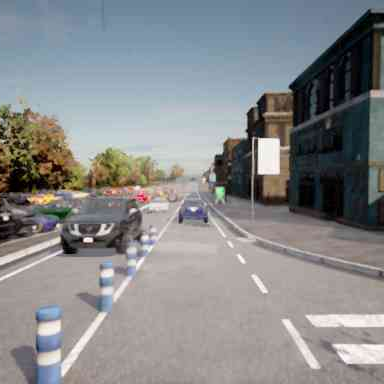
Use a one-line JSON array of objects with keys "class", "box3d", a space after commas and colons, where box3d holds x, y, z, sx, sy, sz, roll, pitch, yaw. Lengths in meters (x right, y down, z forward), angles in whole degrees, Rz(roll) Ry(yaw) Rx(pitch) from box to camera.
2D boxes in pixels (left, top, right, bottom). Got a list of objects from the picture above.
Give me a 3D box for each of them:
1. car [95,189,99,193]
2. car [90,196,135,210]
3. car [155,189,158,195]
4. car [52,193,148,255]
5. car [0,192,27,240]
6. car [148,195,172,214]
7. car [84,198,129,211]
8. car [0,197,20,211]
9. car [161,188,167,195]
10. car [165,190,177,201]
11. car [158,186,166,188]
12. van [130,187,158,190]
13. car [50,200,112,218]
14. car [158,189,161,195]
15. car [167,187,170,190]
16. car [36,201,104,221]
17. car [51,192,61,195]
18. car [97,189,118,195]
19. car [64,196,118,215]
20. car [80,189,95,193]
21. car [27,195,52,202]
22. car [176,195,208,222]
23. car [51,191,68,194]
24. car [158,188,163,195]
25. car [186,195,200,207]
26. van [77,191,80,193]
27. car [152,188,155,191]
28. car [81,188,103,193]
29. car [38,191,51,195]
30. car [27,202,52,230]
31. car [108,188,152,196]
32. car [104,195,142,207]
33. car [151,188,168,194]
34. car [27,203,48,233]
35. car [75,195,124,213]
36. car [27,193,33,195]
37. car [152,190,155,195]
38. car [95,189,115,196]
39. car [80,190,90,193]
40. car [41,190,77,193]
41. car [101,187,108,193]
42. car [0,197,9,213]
[{"class": "car", "box3d": [-22.529, 0.599, 68.898, 4.892, 1.521, 2.231, 0, 2, 1]}, {"class": "car", "box3d": [-9.696, 1.315, 40.972, 5.008, 1.535, 2.097, 0, 1, 0]}, {"class": "car", "box3d": [-9.501, 0.755, 63.242, 4.892, 1.521, 2.231, 0, 2, 1]}, {"class": "car", "box3d": [-3.350, 1.187, 13.486, 2.150, 2.045, 5.566, 0, 0, 0]}, {"class": "car", "box3d": [-9.989, 1.130, 13.107, 5.566, 2.045, 2.435, 0, -1, 1]}, {"class": "car", "box3d": [-3.341, 1.387, 34.389, 1.812, 1.442, 4.674, 0, 1, 0]}, {"class": "car", "box3d": [-9.730, 1.401, 38.184, 4.674, 1.452, 2.002, 0, 1, 1]}, {"class": "car", "box3d": [-22.814, 1.358, 38.134, 5.008, 1.535, 2.097, 0, 1, 1]}, {"class": "car", "box3d": [-9.180, 0.369, 77.151, 5.366, 1.575, 1.946, 0, 2, 1]}, {"class": "car", "box3d": [-3.222, 0.911, 57.613, 1.812, 1.442, 4.674, 0, 1, 0]}, {"class": "car", "box3d": [-9.309, 0.169, 79.931, 4.553, 1.767, 2.185, 0, 2, 1]}, {"class": "van", "box3d": [-9.586, 0.452, 66.019, 4.442, 1.987, 1.878, 0, 2, 1]}, {"class": "car", "box3d": [-9.834, 1.478, 29.829, 4.792, 1.488, 2.163, 0, 0, 1]}, {"class": "car", "box3d": [-9.449, 0.602, 68.806, 5.008, 1.535, 2.097, 0, 2, 1]}, {"class": "car", "box3d": [-9.239, 0.020, 91.065, 4.674, 1.452, 2.002, 0, 2, 1]}, {"class": "car", "box3d": [-9.802, 1.490, 27.041, 4.792, 1.488, 2.163, 0, 0, 1]}, {"class": "car", "box3d": [-22.700, 1.127, 49.288, 5.008, 1.535, 2.097, 0, 1, 1]}, {"class": "car", "box3d": [-22.346, 0.054, 88.383, 5.008, 1.535, 2.097, 0, 2, 1]}, {"class": "car", "box3d": [-9.810, 1.303, 32.615, 4.553, 1.767, 2.185, 0, 1, 1]}, {"class": "car", "box3d": [-22.554, 0.674, 66.114, 5.008, 1.535, 2.097, 0, 2, 1]}, {"class": "car", "box3d": [-9.826, 1.338, 24.253, 4.553, 1.767, 2.185, 0, 0, 1]}, {"class": "car", "box3d": [0.100, 1.282, 25.611, 2.097, 1.767, 4.553, 0, 0, 0]}, {"class": "car", "box3d": [-22.863, 1.046, 52.196, 5.366, 1.575, 1.946, 0, 2, 1]}, {"class": "car", "box3d": [-9.412, 0.526, 71.588, 5.008, 1.535, 2.097, 0, 2, 1]}, {"class": "car", "box3d": [0.112, 1.179, 45.951, 1.837, 1.490, 4.892, 0, 1, 0]}, {"class": "van", "box3d": [-22.510, 0.674, 57.755, 4.442, 1.987, 1.878, 0, 2, 1]}, {"class": "car", "box3d": [-9.491, 0.707, 60.331, 4.553, 1.767, 2.185, 0, 2, 1]}, {"class": "car", "box3d": [-22.525, 0.551, 71.681, 4.792, 1.488, 2.163, 0, 2, 1]}, {"class": "car", "box3d": [-22.762, 1.071, 46.500, 4.553, 1.767, 2.185, 0, 1, 1]}, {"class": "car", "box3d": [-9.880, 1.475, 18.671, 4.792, 1.488, 2.163, 0, 0, 1]}, {"class": "car", "box3d": [-9.627, 0.802, 52.107, 5.566, 2.045, 2.435, 0, 2, 1]}, {"class": "car", "box3d": [-9.621, 1.228, 46.547, 4.792, 1.488, 2.163, 0, 1, 1]}, {"class": "car", "box3d": [-9.179, -0.225, 93.841, 4.553, 1.767, 2.185, 0, 2, 1]}, {"class": "car", "box3d": [-9.928, 1.419, 15.892, 4.892, 1.521, 2.231, 0, -1, 1]}, {"class": "car", "box3d": [-9.785, 1.274, 35.395, 4.553, 1.767, 2.185, 0, 1, 1]}, {"class": "car", "box3d": [-22.811, 1.061, 40.919, 5.566, 2.045, 2.435, 0, 1, 1]}, {"class": "car", "box3d": [-9.732, 0.901, 57.679, 5.366, 1.575, 1.946, 0, 2, 1]}, {"class": "car", "box3d": [-22.336, 0.008, 85.596, 4.553, 1.767, 2.185, 0, 2, 1]}, {"class": "car", "box3d": [-22.577, 0.789, 63.331, 4.674, 1.452, 2.002, 0, 2, 1]}, {"class": "car", "box3d": [-22.624, 0.723, 54.972, 5.566, 2.045, 2.435, 0, 2, 1]}, {"class": "car", "box3d": [-22.443, 0.194, 74.459, 5.566, 2.045, 2.435, 0, 2, 1]}, {"class": "car", "box3d": [-22.649, 1.393, 35.343, 5.366, 1.575, 1.946, 0, 1, 1]}]
